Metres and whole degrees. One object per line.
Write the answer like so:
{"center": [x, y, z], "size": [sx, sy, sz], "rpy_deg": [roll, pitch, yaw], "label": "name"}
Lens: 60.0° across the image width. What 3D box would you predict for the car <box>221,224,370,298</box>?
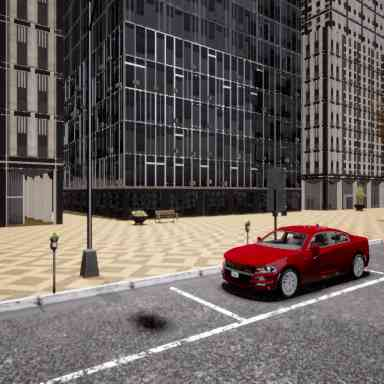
{"center": [2.764, 1.545, 8.512], "size": [4.507, 1.381, 1.887], "rpy_deg": [0, 0, -35], "label": "car"}
